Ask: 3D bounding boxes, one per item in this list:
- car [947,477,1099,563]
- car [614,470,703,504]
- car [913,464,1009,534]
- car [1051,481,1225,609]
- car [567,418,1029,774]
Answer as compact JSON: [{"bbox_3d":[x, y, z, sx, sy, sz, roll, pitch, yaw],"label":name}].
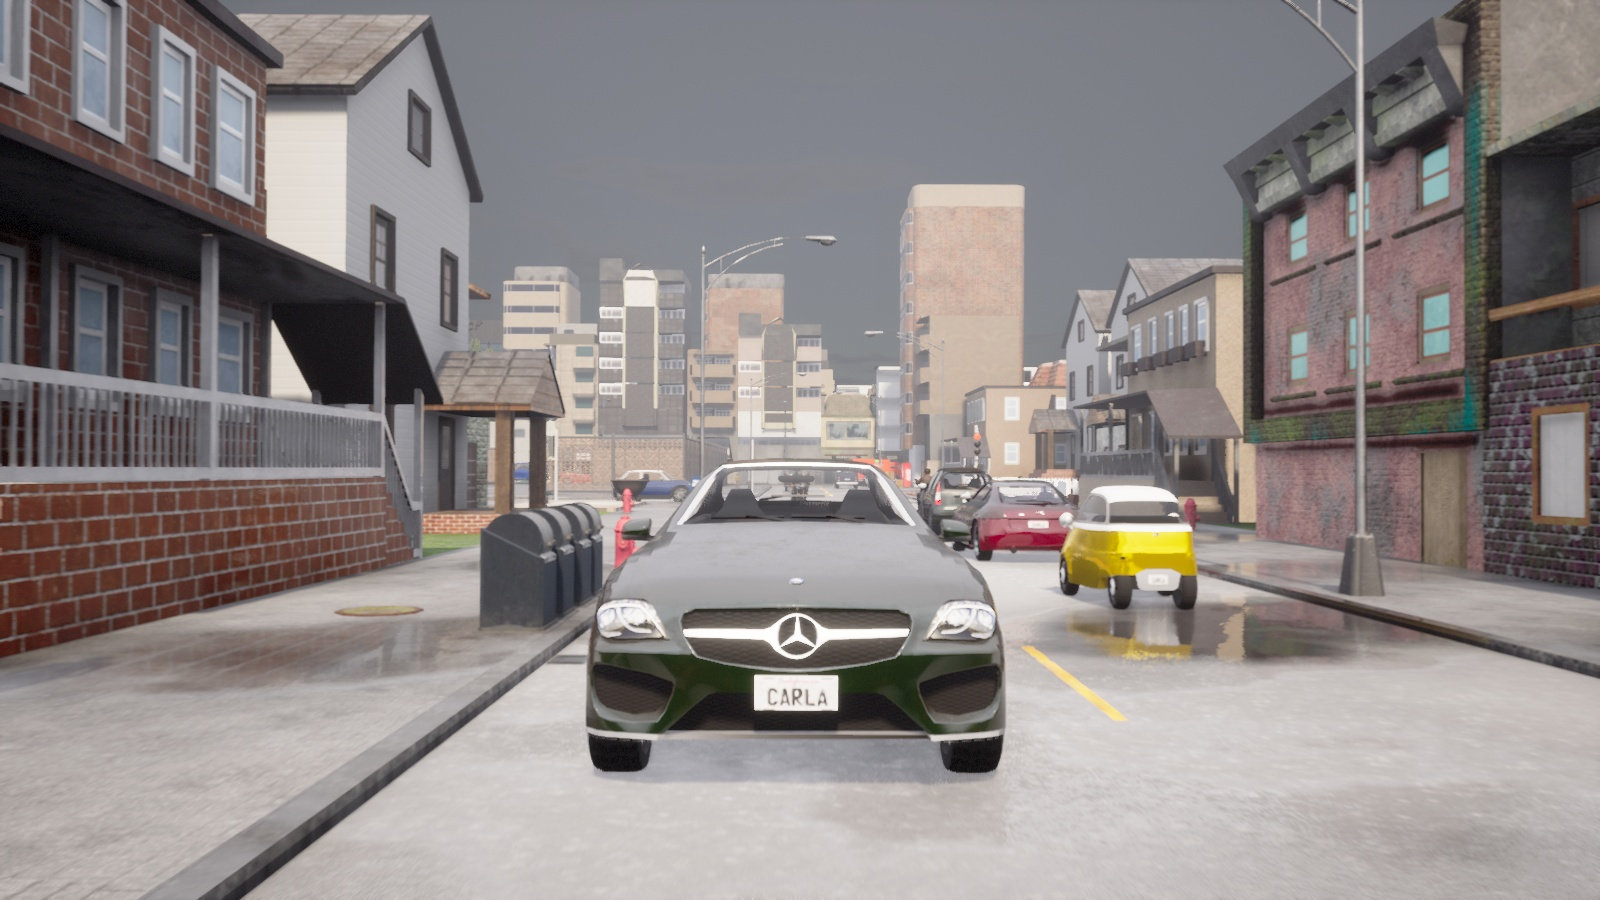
[{"bbox_3d":[3.950,1.205,22.975,1.994,1.385,4.181,0,-1,-1],"label":"car"},{"bbox_3d":[-6.332,1.654,56.606,3.806,1.475,1.970,0,-1,0],"label":"car"},{"bbox_3d":[3.925,1.164,31.252,1.851,1.617,3.988,0,-1,0],"label":"car"},{"bbox_3d":[3.964,1.077,15.017,1.481,1.376,2.207,0,-1,0],"label":"car"},{"bbox_3d":[-0.022,0.716,8.369,2.152,1.651,5.027,0,-1,0],"label":"car"}]
